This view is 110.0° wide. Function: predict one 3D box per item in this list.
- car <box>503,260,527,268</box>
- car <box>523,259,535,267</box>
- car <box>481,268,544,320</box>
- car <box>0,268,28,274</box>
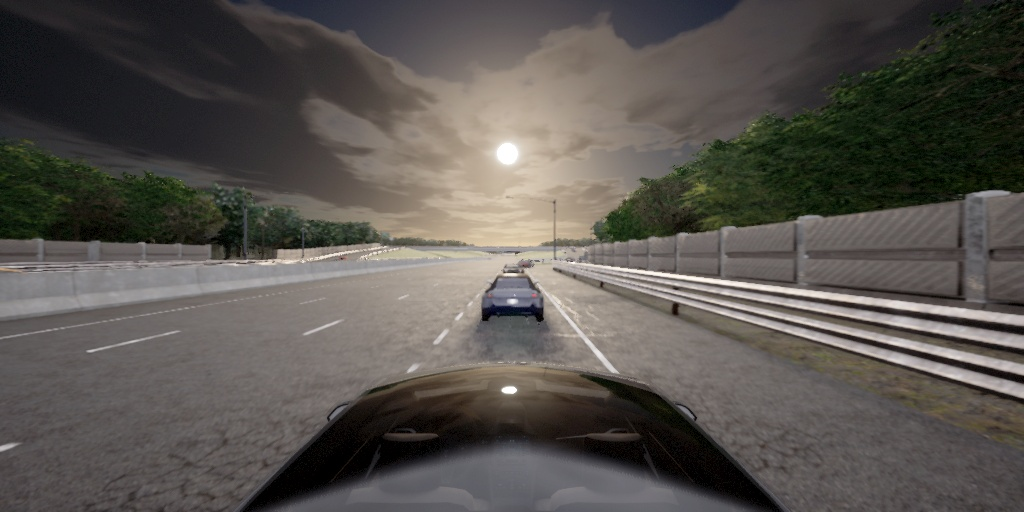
[{"bbox_3d":[0.111,1.318,32.914,1.895,1.301,4.718,0,0,0],"label":"car"},{"bbox_3d":[2.566,1.254,62.360,1.994,1.385,4.181,0,0,17],"label":"car"},{"bbox_3d":[0.025,1.303,12.535,1.994,1.385,4.181,0,0,0],"label":"car"},{"bbox_3d":[-21.068,1.177,13.651,1.882,1.535,5.008,0,0,0],"label":"car"}]
